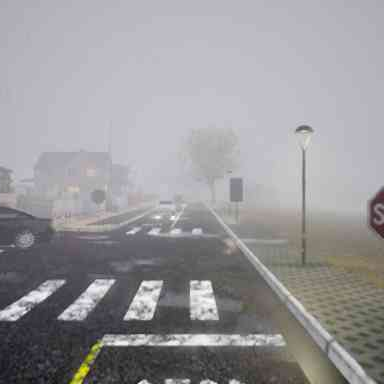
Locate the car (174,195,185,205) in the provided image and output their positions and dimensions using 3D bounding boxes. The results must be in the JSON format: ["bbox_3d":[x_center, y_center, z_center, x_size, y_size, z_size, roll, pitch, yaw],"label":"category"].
[{"bbox_3d":[-2.344,1.241,57.671,2.097,1.767,4.553,0,0,0],"label":"car"}]

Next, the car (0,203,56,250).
[{"bbox_3d":[-7.152,1.082,10.886,5.008,1.535,1.882,5,-3,-34],"label":"car"}]

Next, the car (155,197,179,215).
[{"bbox_3d":[-2.543,1.470,32.661,1.812,1.442,4.674,0,0,0],"label":"car"}]
